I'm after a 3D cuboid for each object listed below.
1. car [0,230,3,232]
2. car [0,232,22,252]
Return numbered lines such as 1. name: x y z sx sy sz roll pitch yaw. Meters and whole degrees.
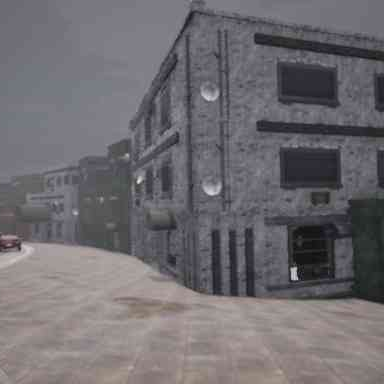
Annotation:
1. car: -28.712 6.549 48.104 2.150 2.045 5.566 0 -5 -41
2. car: -18.047 5.008 32.948 1.882 1.535 5.008 0 -6 -27
